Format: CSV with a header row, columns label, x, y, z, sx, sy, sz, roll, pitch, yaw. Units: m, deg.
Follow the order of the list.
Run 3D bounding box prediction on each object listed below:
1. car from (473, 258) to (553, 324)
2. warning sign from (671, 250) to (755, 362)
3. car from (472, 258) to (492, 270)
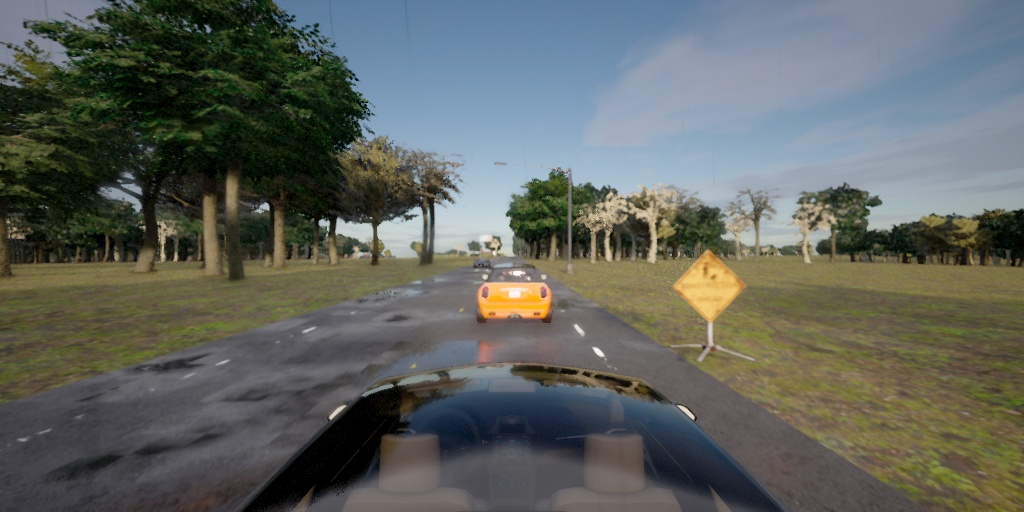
label,x,y,z,sx,sy,sz,roll,pitch,yaw
car,0.075,1.000,11.626,2.097,1.767,4.553,0,1,0
warning sign,3.547,0.815,6.427,1.300,1.860,1.060,0,0,0
car,-3.610,0.901,43.821,1.994,1.385,4.181,0,0,0
